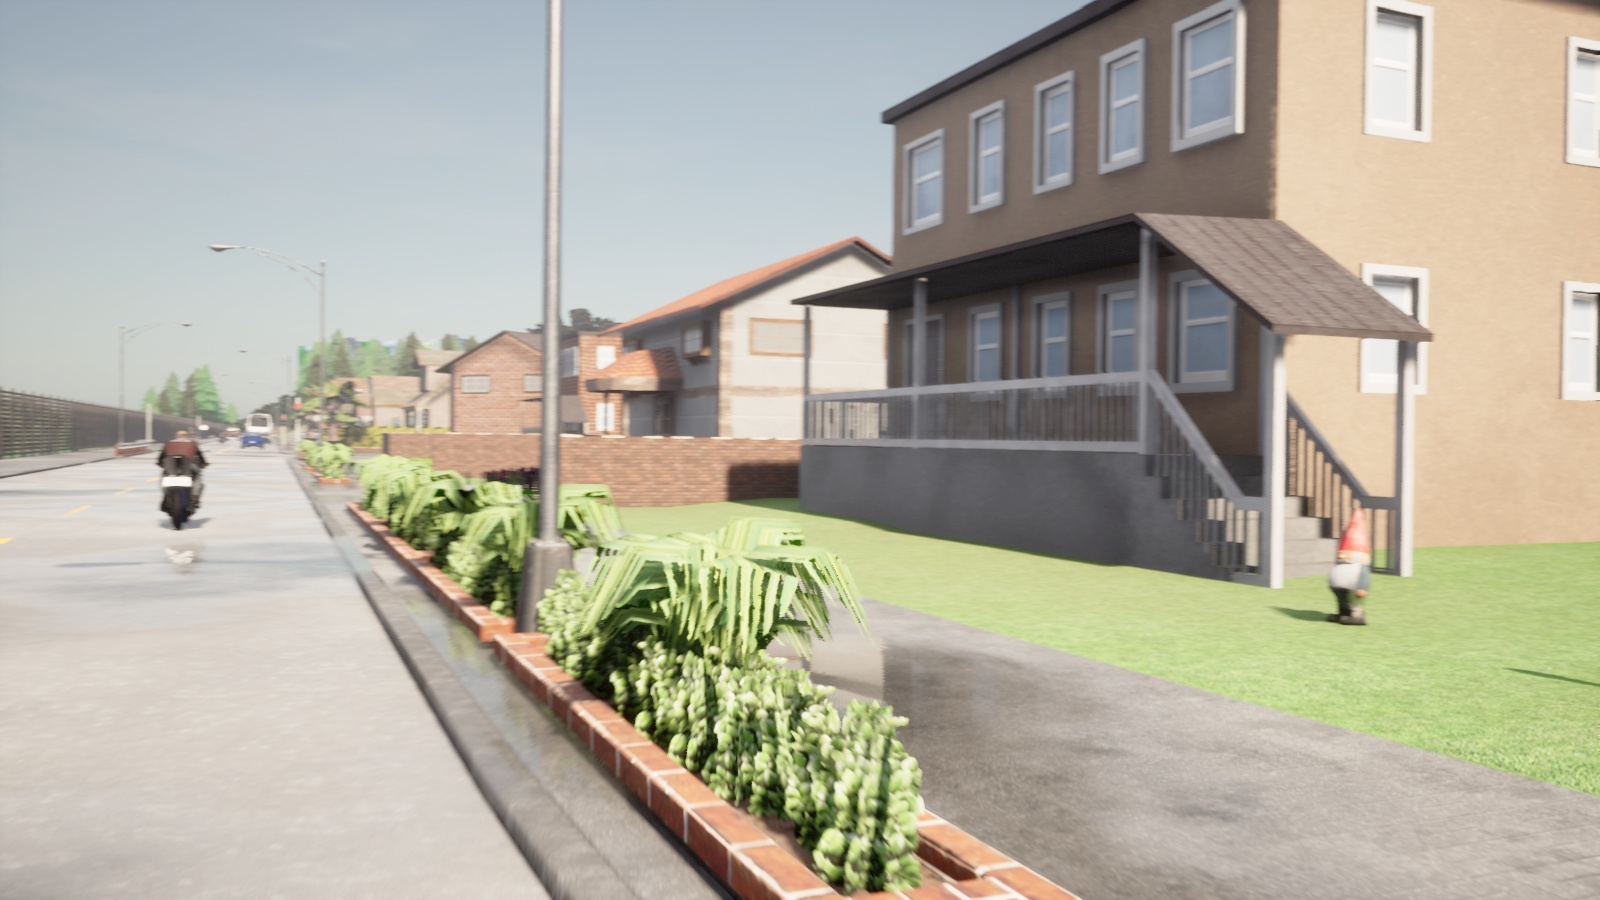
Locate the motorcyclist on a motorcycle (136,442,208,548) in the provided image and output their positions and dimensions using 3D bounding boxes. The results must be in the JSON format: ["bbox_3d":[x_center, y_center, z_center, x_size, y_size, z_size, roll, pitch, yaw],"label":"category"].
[{"bbox_3d":[-9.697,0.650,19.469,0.866,1.530,2.191,-1,1,-23],"label":"motorcyclist on a motorcycle"}]
